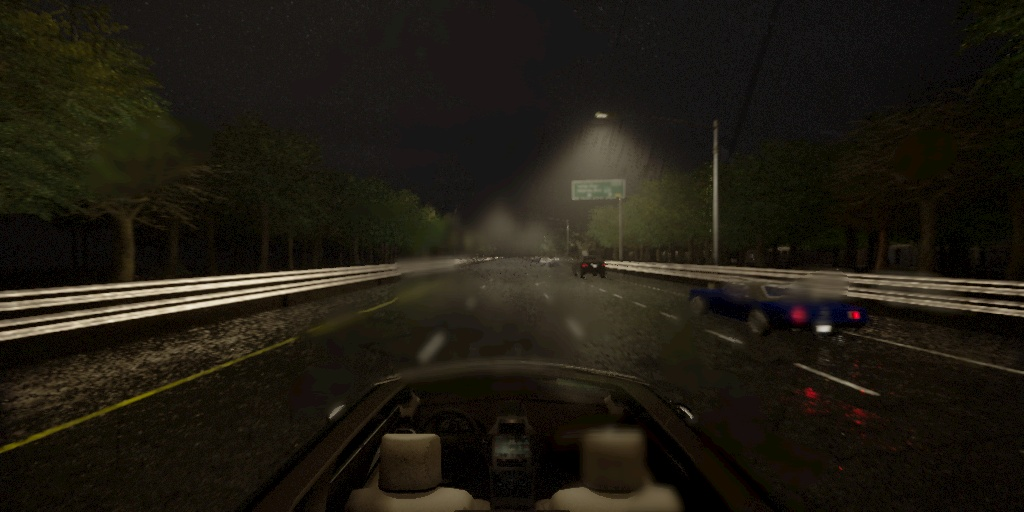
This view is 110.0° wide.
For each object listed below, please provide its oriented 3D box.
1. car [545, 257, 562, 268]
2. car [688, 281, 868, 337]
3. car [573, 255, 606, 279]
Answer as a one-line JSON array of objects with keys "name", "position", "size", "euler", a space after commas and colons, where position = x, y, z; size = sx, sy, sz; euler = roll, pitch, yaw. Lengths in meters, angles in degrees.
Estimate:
[{"name": "car", "position": [7.150, 1.321, 60.143], "size": [1.895, 1.301, 4.718], "euler": [0, 0, 0]}, {"name": "car", "position": [7.006, 1.354, 10.272], "size": [1.895, 1.301, 4.718], "euler": [0, 0, 0]}, {"name": "car", "position": [7.061, 0.968, 33.149], "size": [2.150, 2.045, 5.566], "euler": [0, 0, 0]}]
